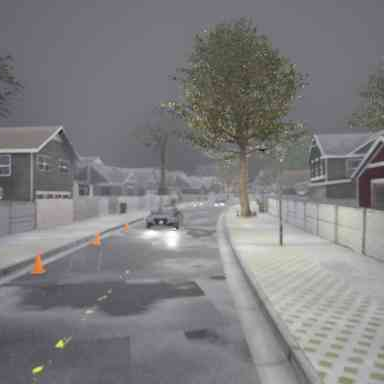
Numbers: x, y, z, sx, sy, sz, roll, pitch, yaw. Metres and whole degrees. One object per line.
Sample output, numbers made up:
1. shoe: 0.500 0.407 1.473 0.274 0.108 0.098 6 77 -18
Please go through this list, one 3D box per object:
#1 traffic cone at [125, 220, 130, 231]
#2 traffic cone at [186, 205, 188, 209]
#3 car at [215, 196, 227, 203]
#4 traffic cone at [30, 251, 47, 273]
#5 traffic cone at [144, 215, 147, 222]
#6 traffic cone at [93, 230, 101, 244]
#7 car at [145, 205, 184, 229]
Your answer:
1. traffic cone: -3.792 1.938 19.420 0.340 0.580 0.340 0 0 4
2. traffic cone: -0.694 1.941 44.477 0.340 0.580 0.340 0 0 10
3. car: 6.003 1.506 68.436 2.128 1.511 4.902 0 0 13
4. traffic cone: -4.308 1.950 9.330 0.340 0.580 0.340 0 0 2
5. traffic cone: -3.379 1.935 24.454 0.340 0.580 0.340 0 0 5
6. traffic cone: -4.102 1.944 14.378 0.340 0.580 0.340 0 0 3
7. car: -1.640 1.539 21.075 1.994 1.385 4.181 0 0 5
